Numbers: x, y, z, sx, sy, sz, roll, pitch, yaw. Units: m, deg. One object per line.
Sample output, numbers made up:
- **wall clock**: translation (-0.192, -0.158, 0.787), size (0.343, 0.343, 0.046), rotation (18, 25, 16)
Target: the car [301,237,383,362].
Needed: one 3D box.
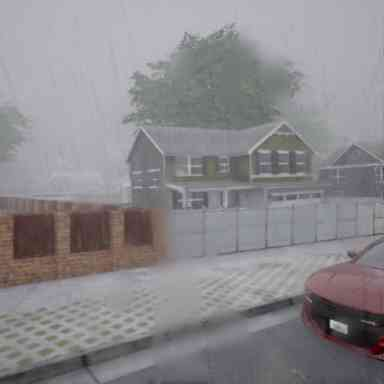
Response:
- **car**: translation (3.980, 1.460, 5.628), size (5.008, 1.535, 1.882), rotation (0, 0, -33)
